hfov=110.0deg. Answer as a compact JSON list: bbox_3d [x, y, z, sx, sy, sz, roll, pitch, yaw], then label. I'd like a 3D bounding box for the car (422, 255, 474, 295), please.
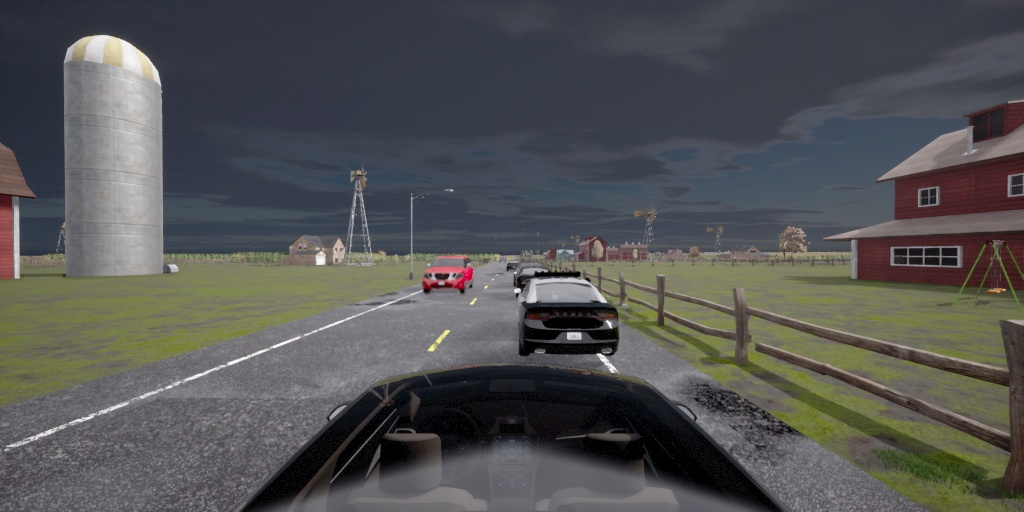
[{"bbox_3d":[-3.420,0.974,20.226,2.150,2.045,5.566,0,0,0],"label":"car"}]

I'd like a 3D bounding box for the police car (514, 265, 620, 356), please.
[{"bbox_3d":[1.082,1.175,8.755,1.930,1.638,5.238,0,0,0],"label":"police car"}]

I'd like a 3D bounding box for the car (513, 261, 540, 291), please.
[{"bbox_3d":[1.123,1.230,18.646,1.882,1.535,5.008,0,0,0],"label":"car"}]

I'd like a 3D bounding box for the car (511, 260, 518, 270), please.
[{"bbox_3d":[1.147,1.108,24.617,2.097,1.767,4.553,0,0,0],"label":"car"}]

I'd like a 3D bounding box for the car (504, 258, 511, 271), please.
[{"bbox_3d":[0.249,1.264,48.300,1.882,1.535,5.008,0,0,0],"label":"car"}]
